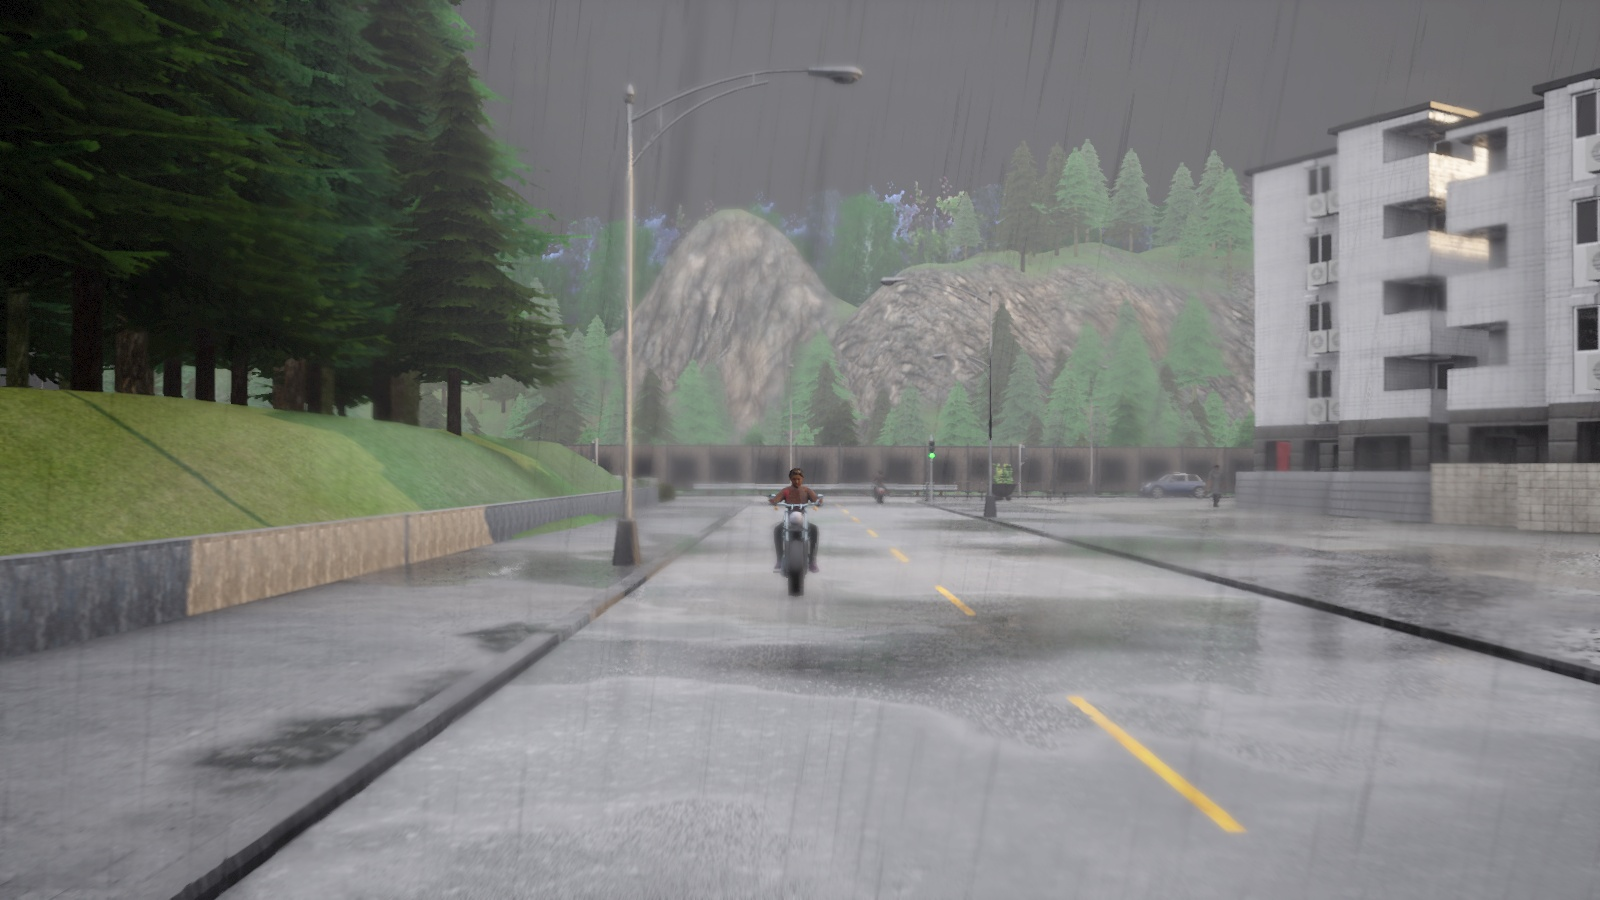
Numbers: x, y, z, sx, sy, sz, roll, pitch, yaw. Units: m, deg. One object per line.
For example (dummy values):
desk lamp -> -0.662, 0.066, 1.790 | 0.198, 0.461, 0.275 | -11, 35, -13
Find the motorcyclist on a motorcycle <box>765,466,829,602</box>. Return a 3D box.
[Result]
motorcyclist on a motorcycle -> -0.038, 1.041, 16.463 | 0.766, 1.649, 2.350 | 0, -1, 0

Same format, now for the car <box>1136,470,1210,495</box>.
car -> 22.199, 1.945, 74.876 | 3.806, 1.475, 1.970 | 0, -1, 0

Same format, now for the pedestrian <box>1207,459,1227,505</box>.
pedestrian -> 17.626, 1.343, 53.112 | 0.659, 1.952, 0.873 | 0, -1, 9
